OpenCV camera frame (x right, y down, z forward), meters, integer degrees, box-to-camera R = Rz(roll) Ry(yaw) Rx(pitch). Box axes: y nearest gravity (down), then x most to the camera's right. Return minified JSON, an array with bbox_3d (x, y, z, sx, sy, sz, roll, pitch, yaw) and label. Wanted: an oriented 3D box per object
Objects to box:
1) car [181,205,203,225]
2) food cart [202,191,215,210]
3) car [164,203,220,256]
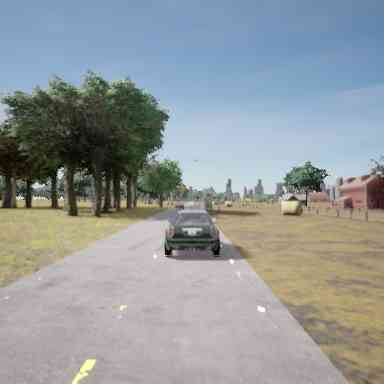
[{"bbox_3d":[0.015,1.923,29.345,1.837,1.490,4.892,0,-1,0],"label":"car"},{"bbox_3d":[3.115,1.659,64.009,2.280,3.560,4.660,-1,-3,0],"label":"food cart"},{"bbox_3d":[0.008,1.531,14.114,2.097,1.767,4.553,0,-1,0],"label":"car"}]
